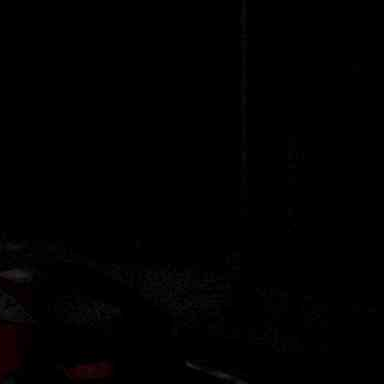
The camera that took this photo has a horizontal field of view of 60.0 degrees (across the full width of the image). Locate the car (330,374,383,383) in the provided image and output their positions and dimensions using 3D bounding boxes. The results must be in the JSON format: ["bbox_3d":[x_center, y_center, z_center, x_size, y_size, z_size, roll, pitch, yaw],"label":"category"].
[{"bbox_3d":[2.386,1.563,1.107,4.313,1.339,1.947,0,0,36],"label":"car"}]

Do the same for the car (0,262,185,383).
[{"bbox_3d":[-2.020,1.591,4.252,4.206,1.307,1.802,0,0,36],"label":"car"}]
